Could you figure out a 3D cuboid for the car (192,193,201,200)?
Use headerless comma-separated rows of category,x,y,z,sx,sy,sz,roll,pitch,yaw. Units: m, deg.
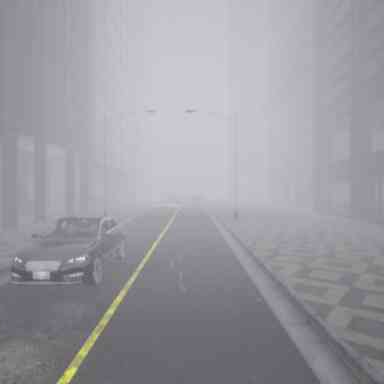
car,0.884,0.909,71.120,1.812,1.442,4.674,0,1,0

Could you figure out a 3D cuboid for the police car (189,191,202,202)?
police car,0.886,0.910,61.229,1.930,1.638,5.238,0,1,0

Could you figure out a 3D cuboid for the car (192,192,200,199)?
car,0.882,0.826,77.121,1.837,1.490,4.892,0,1,0

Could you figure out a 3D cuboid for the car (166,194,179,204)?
car,-3.075,1.051,53.670,2.128,1.511,4.902,0,1,0

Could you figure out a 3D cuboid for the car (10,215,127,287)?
car,-3.101,1.430,9.284,2.128,1.511,4.902,0,0,0
